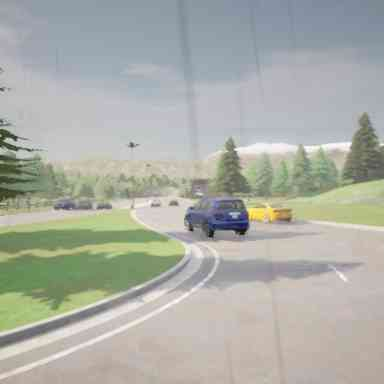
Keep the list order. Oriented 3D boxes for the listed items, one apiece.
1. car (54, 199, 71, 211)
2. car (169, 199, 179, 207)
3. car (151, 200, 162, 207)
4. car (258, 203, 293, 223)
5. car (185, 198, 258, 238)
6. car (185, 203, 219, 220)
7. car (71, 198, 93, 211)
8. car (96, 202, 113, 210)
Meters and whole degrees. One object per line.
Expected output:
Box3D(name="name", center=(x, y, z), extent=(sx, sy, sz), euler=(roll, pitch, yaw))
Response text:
Box3D(name="car", center=(-21.836, 2.150, 57.426), extent=(2.150, 2.045, 5.566), euler=(-1, -1, -1))
Box3D(name="car", center=(-3.685, 2.225, 68.052), extent=(1.812, 1.442, 4.674), euler=(-1, -1, -3))
Box3D(name="car", center=(-7.136, 2.353, 67.203), extent=(1.895, 1.301, 4.718), euler=(-1, -1, -3))
Box3D(name="car", center=(6.136, 1.622, 26.814), extent=(1.882, 1.535, 5.008), euler=(-1, -1, -16))
Box3D(name="car", center=(1.289, 1.382, 19.221), extent=(2.150, 2.045, 5.566), euler=(-1, -1, -19))
Box3D(name="car", center=(0.874, 1.841, 32.858), extent=(2.033, 1.411, 5.357), euler=(-1, -1, -13))
Box3D(name="car", center=(-18.342, 2.206, 56.490), extent=(2.097, 1.767, 4.553), euler=(-1, 0, -1))
Box3D(name="car", center=(-14.842, 2.356, 56.405), extent=(1.994, 1.385, 4.181), euler=(-1, -1, -1))
